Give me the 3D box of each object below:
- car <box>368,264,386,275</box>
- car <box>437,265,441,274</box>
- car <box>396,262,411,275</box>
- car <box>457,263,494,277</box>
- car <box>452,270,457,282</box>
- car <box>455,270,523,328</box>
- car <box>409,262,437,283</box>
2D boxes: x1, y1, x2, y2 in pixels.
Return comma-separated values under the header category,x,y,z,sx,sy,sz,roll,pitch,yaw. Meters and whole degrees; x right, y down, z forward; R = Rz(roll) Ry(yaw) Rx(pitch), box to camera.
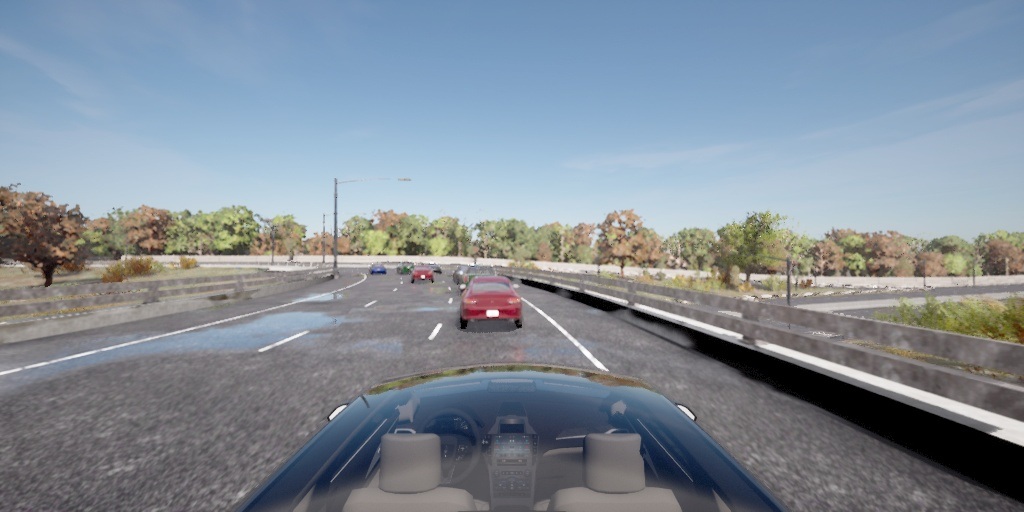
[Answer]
category,x,y,z,sx,sy,sz,roll,pitch,yaw
car,-18.055,1.733,48.063,1.994,1.385,4.181,0,-1,-26
car,-11.259,1.746,50.009,1.994,1.385,4.181,0,-1,-25
car,-14.142,1.523,47.907,2.097,1.767,4.553,0,0,-25
car,-1.932,1.269,20.604,2.097,1.767,4.553,0,-1,-10
car,-3.934,1.552,30.277,2.033,1.411,5.357,0,-1,-14
car,-0.725,1.365,11.761,1.812,1.442,4.674,0,0,-5
car,-7.961,1.546,31.695,1.812,1.442,4.674,0,0,-16
